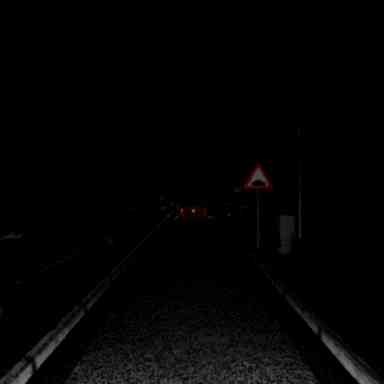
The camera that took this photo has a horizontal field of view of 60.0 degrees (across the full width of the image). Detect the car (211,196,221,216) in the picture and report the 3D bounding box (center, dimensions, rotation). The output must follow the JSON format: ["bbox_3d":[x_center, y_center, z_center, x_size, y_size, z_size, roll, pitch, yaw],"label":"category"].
[{"bbox_3d":[2.998,1.457,32.111,2.163,1.488,4.792,0,0,0],"label":"car"}]

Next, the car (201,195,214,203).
[{"bbox_3d":[2.999,1.366,65.080,2.231,1.521,4.892,0,0,0],"label":"car"}]

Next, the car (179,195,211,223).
[{"bbox_3d":[0.100,1.317,25.214,2.097,1.767,4.553,0,0,0],"label":"car"}]

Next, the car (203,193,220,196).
[{"bbox_3d":[2.999,1.129,48.551,2.435,2.045,5.566,0,0,0],"label":"car"}]

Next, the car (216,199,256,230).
[{"bbox_3d":[2.997,1.455,20.906,2.231,1.521,4.892,0,0,0],"label":"car"}]

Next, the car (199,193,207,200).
[{"bbox_3d":[2.999,1.301,92.787,2.185,1.767,4.553,0,0,0],"label":"car"}]

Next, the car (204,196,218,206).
[{"bbox_3d":[2.998,1.410,54.039,2.002,1.452,4.674,0,0,0],"label":"car"}]

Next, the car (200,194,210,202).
[{"bbox_3d":[2.998,1.254,76.097,2.185,1.767,4.553,0,0,0],"label":"car"}]

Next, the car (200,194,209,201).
[{"bbox_3d":[2.999,1.267,81.617,2.185,1.767,4.553,0,0,0],"label":"car"}]

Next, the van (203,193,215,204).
[{"bbox_3d":[2.999,1.138,59.682,1.878,1.987,4.442,0,0,0],"label":"van"}]
